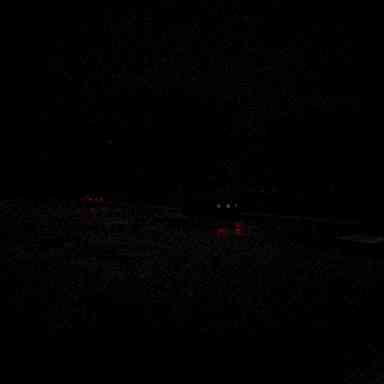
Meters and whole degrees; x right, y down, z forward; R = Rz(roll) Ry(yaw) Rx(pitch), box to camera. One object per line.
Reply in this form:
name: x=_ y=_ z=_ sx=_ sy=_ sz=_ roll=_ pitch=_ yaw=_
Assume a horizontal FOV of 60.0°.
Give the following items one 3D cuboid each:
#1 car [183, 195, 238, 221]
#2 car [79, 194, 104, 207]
car: x=1.235 y=1.014 z=24.366 sx=2.097 sy=1.767 sz=4.553 roll=-3 pitch=2 yaw=-36
car: x=-13.736 y=1.034 z=45.265 sx=2.097 sy=1.767 sz=4.553 roll=-3 pitch=1 yaw=-35
